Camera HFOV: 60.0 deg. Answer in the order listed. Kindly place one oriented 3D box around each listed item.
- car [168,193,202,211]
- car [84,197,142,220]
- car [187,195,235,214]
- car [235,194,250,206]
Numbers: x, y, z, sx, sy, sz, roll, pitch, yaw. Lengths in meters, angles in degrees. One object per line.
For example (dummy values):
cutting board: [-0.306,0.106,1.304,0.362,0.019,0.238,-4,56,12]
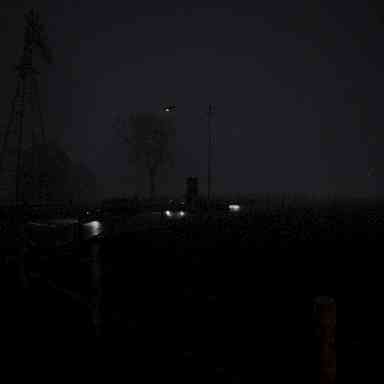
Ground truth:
car: [-0.383,0.924,33.629,2.097,1.767,4.553,1,2,35]
car: [-6.023,1.206,25.676,1.837,1.490,4.892,1,2,35]
car: [1.845,1.224,30.397,1.994,1.385,4.181,1,2,35]
car: [6.035,0.990,42.672,1.994,1.385,4.181,1,2,36]
